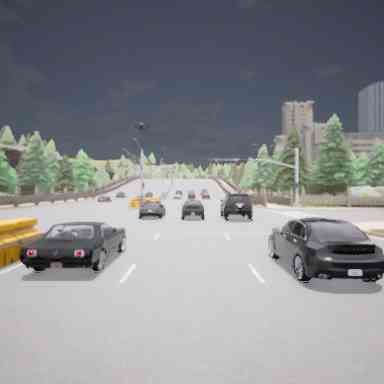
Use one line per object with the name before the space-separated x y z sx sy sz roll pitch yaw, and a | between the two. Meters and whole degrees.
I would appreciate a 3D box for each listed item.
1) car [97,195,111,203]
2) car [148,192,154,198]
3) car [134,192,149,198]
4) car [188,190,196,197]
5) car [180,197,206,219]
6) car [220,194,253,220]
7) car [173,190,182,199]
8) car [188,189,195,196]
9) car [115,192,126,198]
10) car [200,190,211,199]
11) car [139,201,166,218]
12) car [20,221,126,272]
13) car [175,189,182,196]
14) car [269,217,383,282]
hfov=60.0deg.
car | -17.516 1.368 66.625 2.128 1.511 4.902 0 0 0
car | -10.599 0.741 82.219 1.837 1.490 4.892 0 3 0
car | -10.521 1.356 66.802 2.128 1.511 4.902 0 0 0
car | -0.091 0.852 80.852 1.882 1.535 5.008 0 3 0
car | 0.092 1.444 28.575 1.837 1.490 4.892 0 0 0
car | 3.595 1.161 27.554 2.150 2.045 5.566 0 0 0
car | -3.592 0.967 80.870 1.895 1.301 4.718 0 3 0
car | -0.145 0.087 90.871 1.812 1.442 4.674 0 7 0
car | -17.598 0.748 82.105 1.837 1.490 4.892 0 3 0
car | 3.409 0.898 80.873 1.812 1.442 4.674 0 3 0
car | -3.407 1.502 29.097 1.994 1.385 4.181 0 0 0
car | -3.422 1.578 10.657 1.895 1.301 4.718 0 0 0
car | -3.645 0.115 90.856 1.994 1.385 4.181 0 7 0
car | 3.571 1.486 9.663 1.837 1.490 4.892 0 1 0
